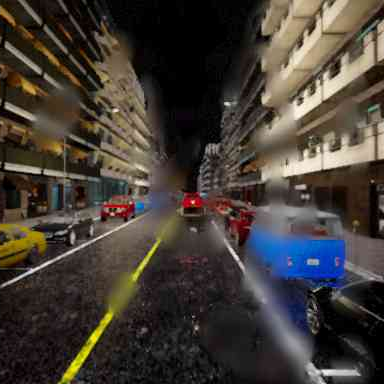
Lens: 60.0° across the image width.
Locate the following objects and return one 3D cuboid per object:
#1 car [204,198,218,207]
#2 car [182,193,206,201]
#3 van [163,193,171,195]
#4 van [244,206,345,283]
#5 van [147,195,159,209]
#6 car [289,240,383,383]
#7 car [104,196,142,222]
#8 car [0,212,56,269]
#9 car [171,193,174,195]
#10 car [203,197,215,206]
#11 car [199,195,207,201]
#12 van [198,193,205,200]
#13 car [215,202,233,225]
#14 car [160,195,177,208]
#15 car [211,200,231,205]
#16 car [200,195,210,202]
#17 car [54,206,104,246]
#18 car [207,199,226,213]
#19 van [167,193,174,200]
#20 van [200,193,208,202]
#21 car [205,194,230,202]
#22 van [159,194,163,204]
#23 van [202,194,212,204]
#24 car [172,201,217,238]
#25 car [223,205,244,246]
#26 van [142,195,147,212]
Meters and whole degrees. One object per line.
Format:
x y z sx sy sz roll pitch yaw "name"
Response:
2.707 1.509 48.903 1.802 1.307 4.206 0 0 0 "car"
0.104 1.161 37.205 2.150 2.045 5.566 0 0 0 "car"
-5.668 1.257 65.891 1.690 1.788 3.998 0 0 0 "van"
2.701 1.323 9.269 1.690 1.788 3.998 0 0 0 "van"
-5.672 1.274 43.243 1.690 1.788 3.998 0 0 0 "van"
2.697 1.558 3.607 1.947 1.339 4.313 0 0 0 "car"
-5.675 1.268 26.256 2.192 1.841 5.009 0 0 0 "car"
-5.681 1.508 9.101 1.752 1.417 4.829 0 0 0 "car"
-5.666 1.456 77.216 1.887 1.381 4.507 0 0 0 "car"
2.709 1.505 54.566 1.802 1.307 4.206 0 0 0 "car"
2.715 1.476 82.875 1.947 1.339 4.313 0 0 0 "car"
2.719 1.252 94.201 1.690 1.788 3.998 0 0 0 "van"
2.702 1.527 20.593 1.947 1.339 4.313 0 0 0 "car"
-2.990 1.463 45.768 1.812 1.442 4.674 0 0 0 "car"
2.703 1.535 26.255 1.802 1.307 4.206 0 0 0 "car"
2.713 1.457 71.553 1.887 1.381 4.507 0 0 0 "car"
-5.680 1.523 14.933 2.008 1.369 4.403 0 0 0 "car"
2.705 1.482 37.580 1.887 1.381 4.507 0 0 0 "car"
-5.663 1.252 88.540 1.690 1.788 3.998 0 0 0 "van"
2.715 1.252 77.215 1.690 1.788 3.998 0 0 0 "van"
2.705 1.259 31.917 2.192 1.841 5.009 0 0 0 "car"
-5.671 1.269 48.904 1.690 1.788 3.998 0 0 0 "van"
2.712 1.260 60.228 1.690 1.788 3.998 0 0 0 "van"
0.097 1.474 17.558 1.837 1.490 4.892 0 1 0 "car"
2.700 1.516 14.932 1.887 1.381 4.507 0 0 0 "car"
-5.675 1.286 31.918 1.690 1.788 3.998 0 0 0 "van"
